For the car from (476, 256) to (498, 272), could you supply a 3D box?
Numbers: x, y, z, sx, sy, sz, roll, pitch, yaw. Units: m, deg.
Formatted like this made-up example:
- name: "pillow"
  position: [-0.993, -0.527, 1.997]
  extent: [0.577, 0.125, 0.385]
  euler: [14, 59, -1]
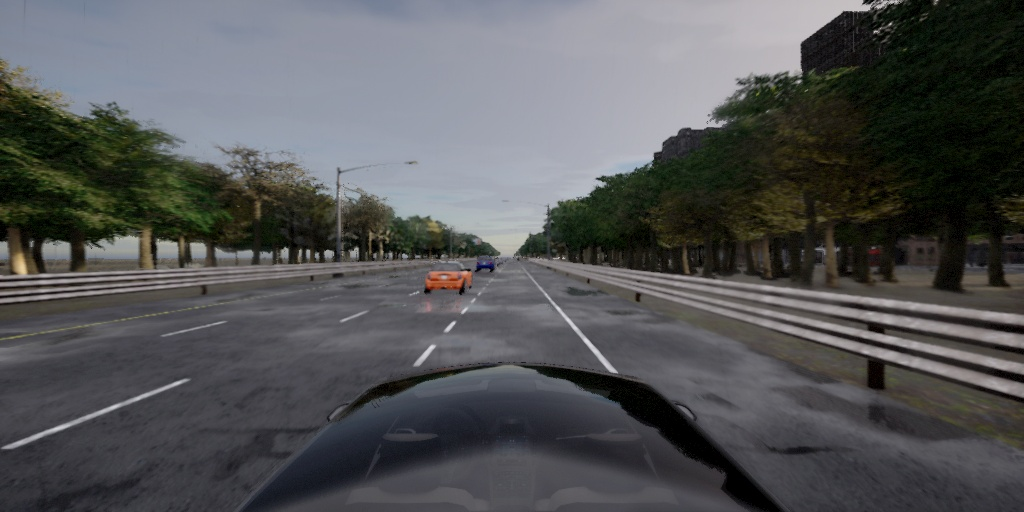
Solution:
- name: "car"
  position: [-3.399, 1.018, 46.734]
  extent: [2.150, 2.045, 5.566]
  euler: [0, 0, 0]

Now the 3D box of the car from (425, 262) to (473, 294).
- name: "car"
  position: [-3.483, 1.117, 20.540]
  extent: [2.097, 1.767, 4.553]
  euler: [0, 0, 0]
